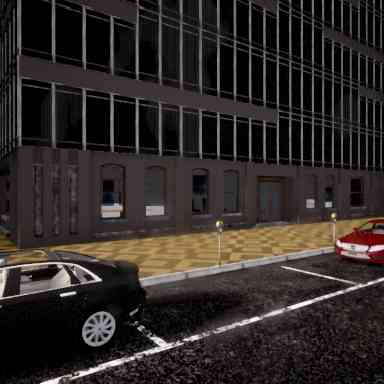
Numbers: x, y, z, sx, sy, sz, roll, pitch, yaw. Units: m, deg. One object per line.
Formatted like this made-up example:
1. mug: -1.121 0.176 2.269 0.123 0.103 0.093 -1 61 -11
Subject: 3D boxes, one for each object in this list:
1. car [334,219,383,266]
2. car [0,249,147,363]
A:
1. car: 6.510 1.582 11.157 4.206 1.307 1.802 0 0 -35
2. car: -2.780 1.551 4.577 4.403 1.369 2.008 0 0 -35
